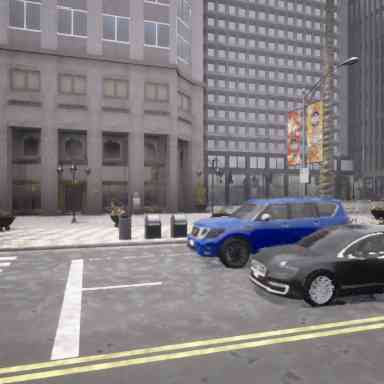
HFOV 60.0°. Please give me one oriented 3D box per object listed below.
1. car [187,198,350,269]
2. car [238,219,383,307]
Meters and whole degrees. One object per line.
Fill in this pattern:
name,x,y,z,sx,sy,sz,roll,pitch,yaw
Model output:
car,2.652,1.222,11.148,5.566,2.045,2.150,0,0,-17
car,3.755,1.526,7.638,4.892,1.490,1.837,0,1,-12
